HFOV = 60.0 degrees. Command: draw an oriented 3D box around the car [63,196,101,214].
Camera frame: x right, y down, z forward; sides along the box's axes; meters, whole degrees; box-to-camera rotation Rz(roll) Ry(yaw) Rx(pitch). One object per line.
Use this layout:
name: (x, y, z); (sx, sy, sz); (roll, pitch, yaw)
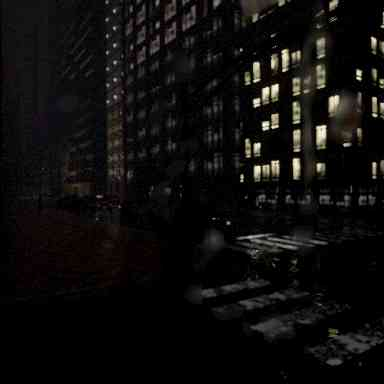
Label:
car: (-10.986, 1.425, 33.094); (1.947, 1.339, 4.313); (0, 1, -35)

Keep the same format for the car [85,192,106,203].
car: (-16.426, 0.930, 56.454); (2.097, 1.767, 4.553); (-1, 1, -35)

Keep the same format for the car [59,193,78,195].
car: (-16.341, 1.222, 45.484); (1.837, 1.490, 4.892); (-1, 1, -34)

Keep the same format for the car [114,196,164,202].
car: (-4.607, 1.403, 28.396); (1.837, 1.490, 4.892); (-1, 1, -35)

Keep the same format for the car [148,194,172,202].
car: (-4.113, 1.092, 37.886); (2.192, 1.841, 5.009); (0, 1, -35)

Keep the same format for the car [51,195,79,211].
car: (-14.192, 1.360, 37.737); (2.008, 1.369, 4.403); (0, 1, -35)

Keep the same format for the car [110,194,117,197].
car: (-12.439, 1.143, 50.738); (1.837, 1.490, 4.892); (-1, 1, -35)

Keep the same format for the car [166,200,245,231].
car: (0.667, 1.469, 20.744); (2.128, 1.511, 4.902); (-1, 1, -34)

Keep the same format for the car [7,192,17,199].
car: (-43.039, 0.794, 79.531); (1.967, 1.590, 4.097); (0, 1, -35)

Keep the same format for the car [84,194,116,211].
car: (-10.460, 1.335, 36.894); (1.812, 1.442, 4.674); (-1, 1, -35)

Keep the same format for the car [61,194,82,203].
car: (-20.924, 1.121, 57.680); (2.033, 1.411, 5.357); (-1, 1, -35)

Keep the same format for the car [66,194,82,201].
car: (-23.341, 1.022, 65.744); (1.887, 1.381, 4.507); (0, 1, -35)

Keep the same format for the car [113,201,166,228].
car: (-3.349, 1.525, 22.078); (2.008, 1.369, 4.403); (0, 1, -35)

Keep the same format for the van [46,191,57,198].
van: (-32.953, 0.665, 79.670); (1.690, 1.788, 3.998); (0, 1, -35)

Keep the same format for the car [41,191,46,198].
car: (-36.159, 0.823, 84.315); (2.008, 1.369, 4.403); (0, 1, -35)

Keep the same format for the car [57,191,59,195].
car: (-26.545, 0.866, 70.386); (1.967, 1.590, 4.097); (0, 1, -35)

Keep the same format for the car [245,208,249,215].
car: (2.643, 1.406, 28.033); (1.752, 1.417, 4.829); (0, 1, -35)
